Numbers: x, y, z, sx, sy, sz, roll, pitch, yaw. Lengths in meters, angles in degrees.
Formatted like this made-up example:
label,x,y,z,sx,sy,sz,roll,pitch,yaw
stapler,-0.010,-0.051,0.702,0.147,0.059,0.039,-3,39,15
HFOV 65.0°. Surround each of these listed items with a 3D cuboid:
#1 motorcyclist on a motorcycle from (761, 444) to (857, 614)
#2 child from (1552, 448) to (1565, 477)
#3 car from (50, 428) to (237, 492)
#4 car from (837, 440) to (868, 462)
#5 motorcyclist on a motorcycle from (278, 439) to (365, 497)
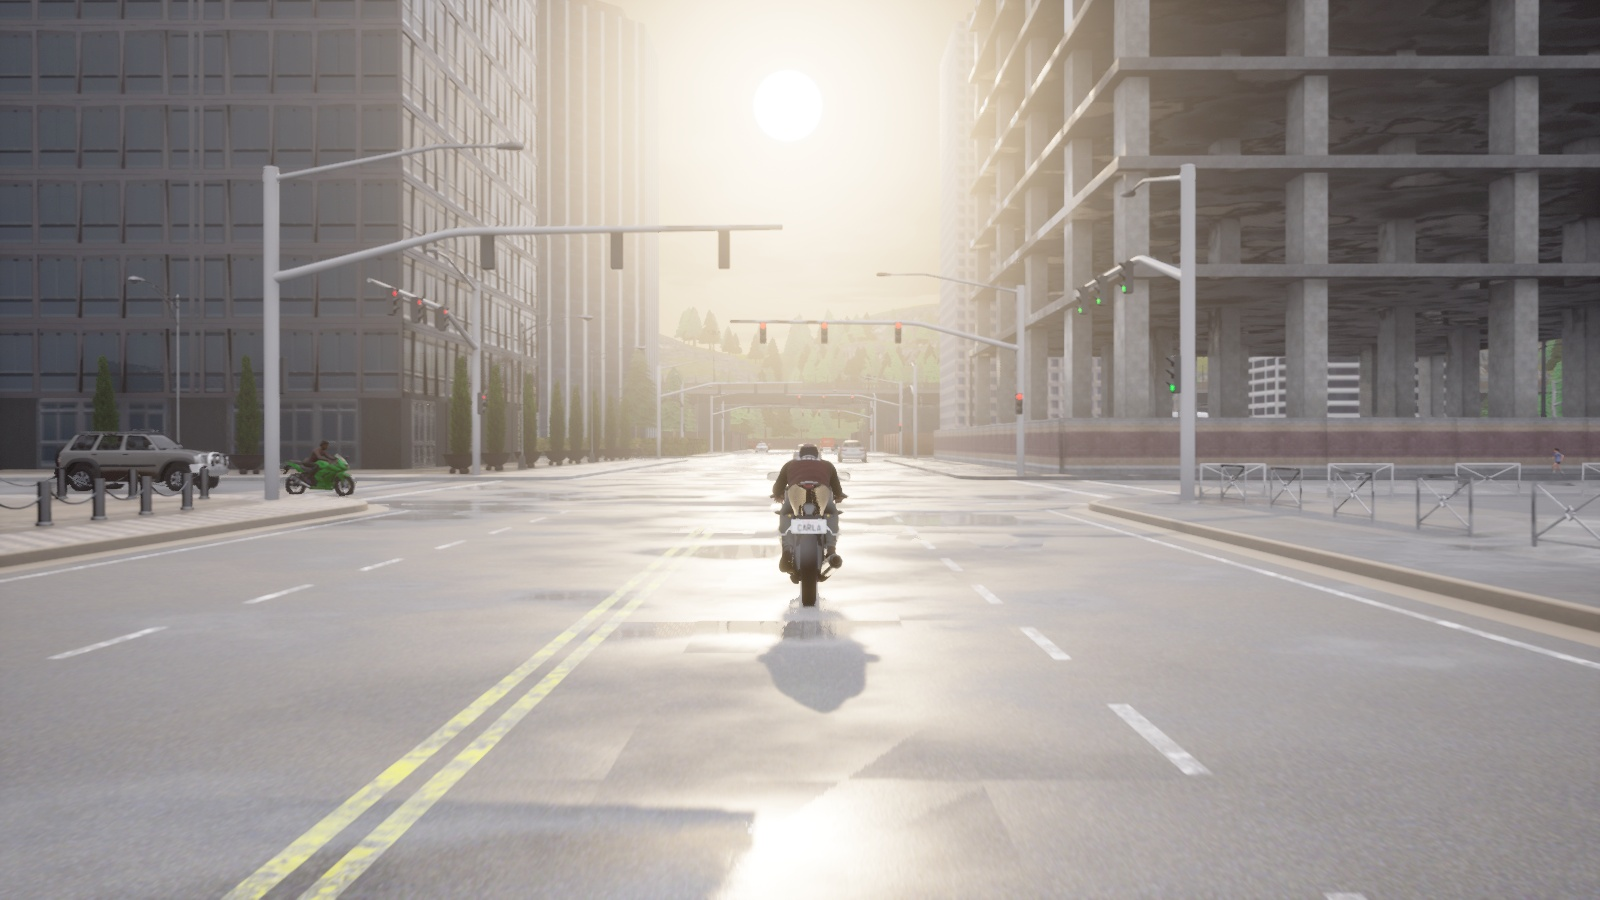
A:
label,x,y,z,sx,sy,sz,roll,pitch,yaw
motorcyclist on a motorcycle,0.086,0.712,12.416,0.866,1.530,2.191,0,0,0
child,29.475,0.474,48.800,0.394,1.110,0.255,0,0,11
car,-19.616,0.279,37.658,4.605,1.855,1.932,0,0,0
car,4.075,0.042,98.040,2.242,1.667,4.611,0,0,0
motorcyclist on a motorcycle,-12.898,0.478,33.868,2.044,1.523,0.797,1,1,7
